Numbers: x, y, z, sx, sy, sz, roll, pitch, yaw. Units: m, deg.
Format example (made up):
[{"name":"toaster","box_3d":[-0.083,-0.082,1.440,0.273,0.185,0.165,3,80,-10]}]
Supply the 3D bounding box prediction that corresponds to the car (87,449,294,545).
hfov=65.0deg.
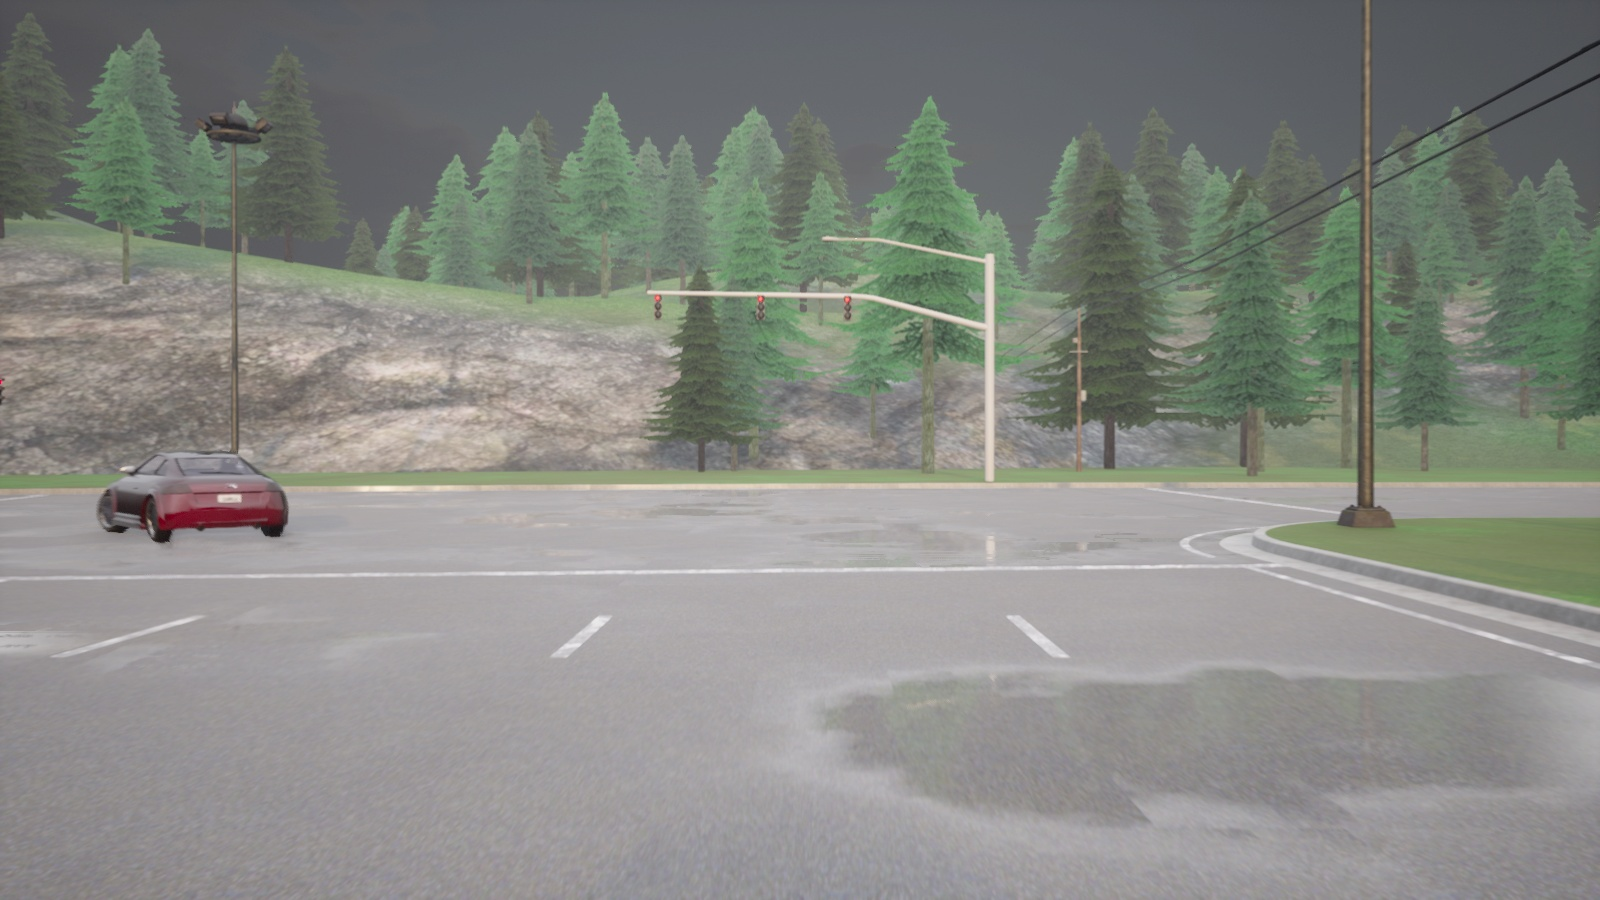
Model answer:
[{"name":"car","box_3d":[-10.063,0.678,20.574,1.994,1.385,4.181,0,0,-42]}]
